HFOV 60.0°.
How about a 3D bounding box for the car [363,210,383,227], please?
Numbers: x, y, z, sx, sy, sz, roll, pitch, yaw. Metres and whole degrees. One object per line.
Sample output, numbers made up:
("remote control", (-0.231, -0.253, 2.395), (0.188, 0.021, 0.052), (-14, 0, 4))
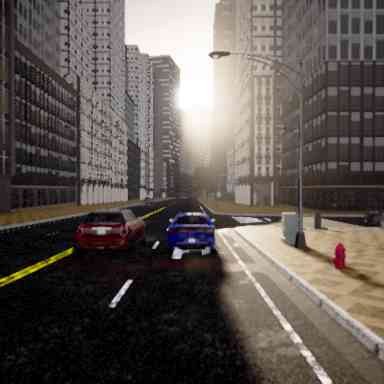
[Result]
("car", (15.922, 2.071, 26.310), (4.403, 1.369, 2.008), (1, 0, -1))

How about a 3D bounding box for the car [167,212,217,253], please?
("car", (0.009, 1.612, 14.474), (1.882, 1.535, 5.008), (0, 0, 0))

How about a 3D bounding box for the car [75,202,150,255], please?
("car", (-3.246, 1.481, 14.069), (2.097, 1.767, 4.553), (0, -1, 0))

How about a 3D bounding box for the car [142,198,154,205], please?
("car", (-9.746, 2.036, 73.574), (2.097, 1.767, 4.553), (0, -1, 0))
